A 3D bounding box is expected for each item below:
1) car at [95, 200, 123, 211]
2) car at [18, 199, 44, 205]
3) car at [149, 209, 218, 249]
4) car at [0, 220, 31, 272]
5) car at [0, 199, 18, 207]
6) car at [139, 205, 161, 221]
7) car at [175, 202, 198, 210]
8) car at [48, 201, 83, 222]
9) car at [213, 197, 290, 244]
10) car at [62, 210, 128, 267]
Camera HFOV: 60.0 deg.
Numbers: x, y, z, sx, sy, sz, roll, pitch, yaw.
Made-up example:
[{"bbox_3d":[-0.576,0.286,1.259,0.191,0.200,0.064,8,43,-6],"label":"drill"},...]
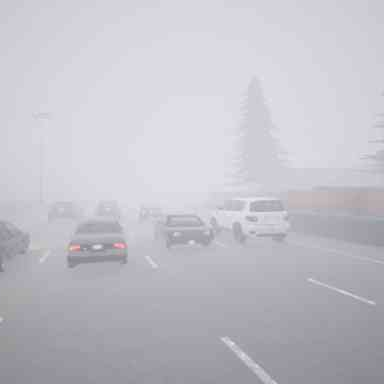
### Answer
[{"bbox_3d":[-7.192,1.508,28.964,2.097,1.767,4.553,0,0,-9],"label":"car"},{"bbox_3d":[-23.358,1.854,49.212,1.812,1.442,4.674,0,0,-1],"label":"car"},{"bbox_3d":[-0.591,1.665,15.081,1.895,1.301,4.718,0,0,-15],"label":"car"},{"bbox_3d":[-6.671,1.628,10.723,2.033,1.411,5.357,0,0,-16],"label":"car"},{"bbox_3d":[-26.876,1.829,49.946,1.882,1.535,5.008,0,0,-1],"label":"car"},{"bbox_3d":[-3.603,1.736,28.593,1.895,1.301,4.718,0,0,-9],"label":"car"},{"bbox_3d":[-0.585,1.657,31.961,1.812,1.442,4.674,0,0,-9],"label":"car"},{"bbox_3d":[-10.614,1.523,28.202,2.097,1.767,4.553,0,0,-9],"label":"car"},{"bbox_3d":[2.648,1.275,16.476,2.150,2.045,5.566,0,0,-15],"label":"car"},{"bbox_3d":[-3.344,1.613,11.815,2.033,1.411,5.357,0,0,-16],"label":"car"}]
